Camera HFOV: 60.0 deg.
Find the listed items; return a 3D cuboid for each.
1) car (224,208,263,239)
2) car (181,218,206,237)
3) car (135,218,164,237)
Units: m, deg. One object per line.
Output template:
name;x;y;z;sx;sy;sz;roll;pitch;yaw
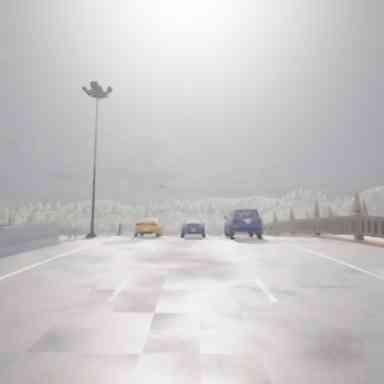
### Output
car;3.598;2.284;24.029;2.150;2.045;5.566;0;-5;0
car;0.097;2.809;26.243;1.812;1.442;4.674;0;-6;0
car;-3.403;2.847;27.057;1.882;1.535;5.008;0;-6;0
